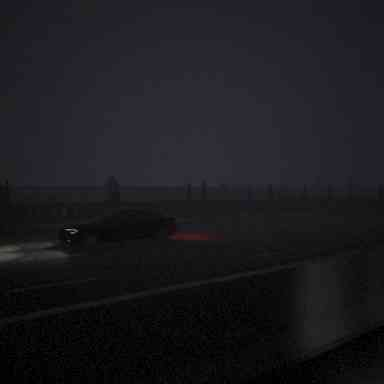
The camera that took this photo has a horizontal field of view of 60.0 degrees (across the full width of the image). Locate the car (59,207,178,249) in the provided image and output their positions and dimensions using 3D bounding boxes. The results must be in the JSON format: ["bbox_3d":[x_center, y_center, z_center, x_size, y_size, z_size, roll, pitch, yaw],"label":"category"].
[{"bbox_3d":[-3.037,1.415,14.275,5.008,1.535,1.882,0,0,-31],"label":"car"}]
